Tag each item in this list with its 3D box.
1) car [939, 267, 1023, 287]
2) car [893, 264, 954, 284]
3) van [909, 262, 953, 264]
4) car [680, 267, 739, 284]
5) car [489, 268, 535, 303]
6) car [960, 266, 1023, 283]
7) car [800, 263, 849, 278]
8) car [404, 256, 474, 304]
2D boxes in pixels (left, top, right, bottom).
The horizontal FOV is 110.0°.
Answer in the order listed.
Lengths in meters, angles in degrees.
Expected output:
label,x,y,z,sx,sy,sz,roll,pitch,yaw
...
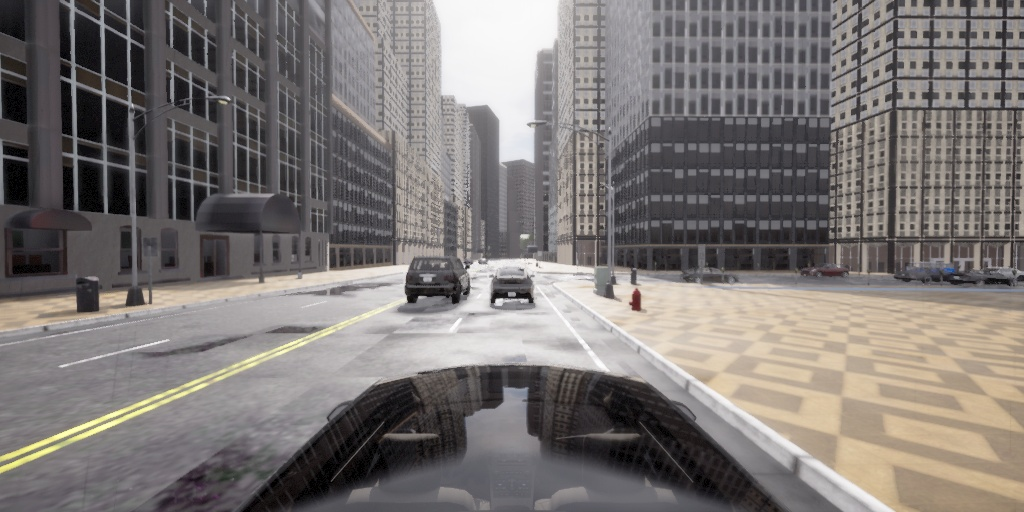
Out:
label,x,y,z,sx,sy,sz,roll,pitch,yaw
car,38.479,1.804,29.376,4.313,1.339,1.948,0,0,-1
car,37.478,1.749,32.043,5.357,1.411,2.033,1,1,-1
van,44.024,1.496,37.827,3.998,1.789,1.690,0,0,-1
car,15.915,1.567,28.967,4.403,1.370,2.007,0,0,-1
car,0.000,1.261,16.503,1.837,1.490,4.892,0,0,0
car,47.440,1.794,35.166,4.674,1.442,1.812,1,1,-1
car,32.743,1.484,37.686,4.097,1.591,1.967,0,0,-1
car,-3.250,1.002,16.532,2.150,2.045,5.566,0,0,0
